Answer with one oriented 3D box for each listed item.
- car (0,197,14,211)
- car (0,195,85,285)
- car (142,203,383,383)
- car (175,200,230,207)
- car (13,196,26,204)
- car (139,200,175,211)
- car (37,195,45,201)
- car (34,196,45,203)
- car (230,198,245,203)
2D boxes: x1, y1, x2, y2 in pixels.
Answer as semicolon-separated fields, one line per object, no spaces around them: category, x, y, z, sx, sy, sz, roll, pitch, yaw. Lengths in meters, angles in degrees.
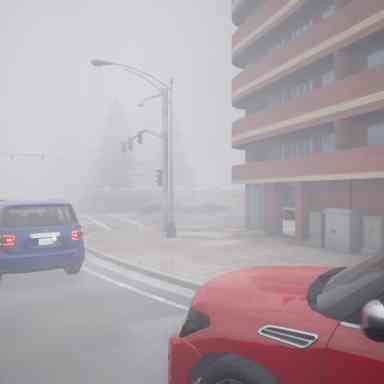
car;-23.817;1.477;42.029;1.882;1.535;5.008;0;0;-23
car;-4.908;1.221;9.748;2.150;2.045;5.566;0;0;-36
car;2.408;1.221;2.408;5.566;2.045;2.150;0;0;36
car;1.101;1.656;34.202;4.718;1.301;1.895;0;0;-23
car;-33.742;1.524;65.071;1.812;1.442;4.674;0;0;-23
car;-3.360;1.581;36.109;4.674;1.442;1.812;0;0;-23
car;-37.369;1.478;82.403;1.882;1.535;5.008;0;0;-23
car;-33.326;1.540;72.936;2.033;1.411;5.357;0;0;-23
car;5.158;1.533;39.694;5.008;1.535;1.882;0;0;-23
